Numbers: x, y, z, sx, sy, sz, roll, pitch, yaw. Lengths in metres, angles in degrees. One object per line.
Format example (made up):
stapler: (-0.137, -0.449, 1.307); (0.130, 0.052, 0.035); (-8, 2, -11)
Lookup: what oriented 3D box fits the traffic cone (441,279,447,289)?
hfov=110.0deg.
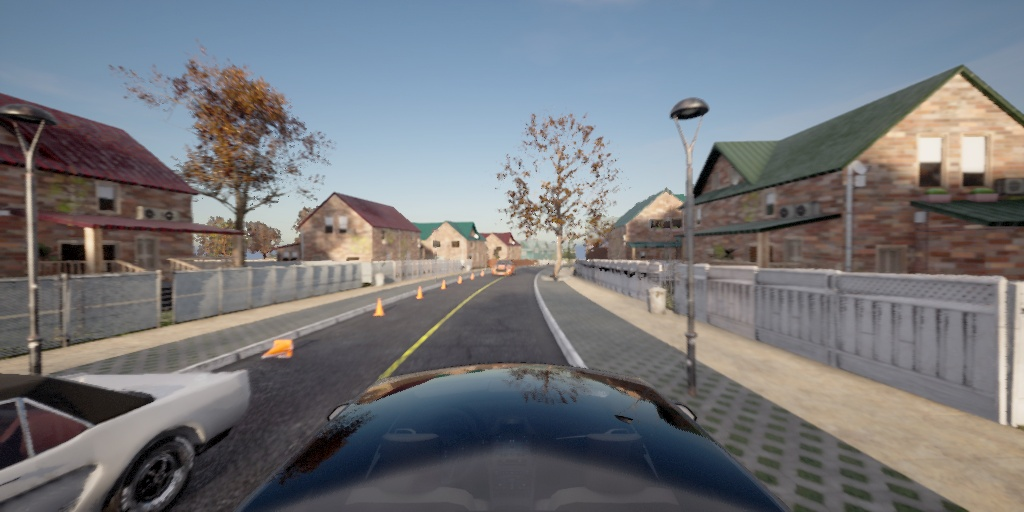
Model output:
traffic cone: (-4.297, 1.762, 22.577); (0.340, 0.580, 0.340); (0, 0, 3)

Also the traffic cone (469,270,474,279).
traffic cone: (-3.592, 1.792, 32.651); (0.340, 0.580, 0.340); (0, 0, 5)

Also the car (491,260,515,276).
car: (-0.865, 1.202, 38.108); (2.097, 1.767, 4.553); (0, 0, 6)

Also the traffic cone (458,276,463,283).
traffic cone: (-3.993, 1.775, 27.618); (0.340, 0.580, 0.340); (0, 0, 4)

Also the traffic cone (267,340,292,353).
traffic cone: (-4.627, 1.575, 7.259); (0.340, 0.580, 0.340); (0, 0, 0)

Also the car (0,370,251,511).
car: (-3.588, 1.382, 1.394); (1.895, 1.301, 4.718); (0, 0, 0)

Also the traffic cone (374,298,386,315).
traffic cone: (-4.615, 1.749, 12.484); (0.340, 0.580, 0.340); (0, 0, 1)

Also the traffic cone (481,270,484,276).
traffic cone: (-3.096, 1.814, 37.676); (0.340, 0.580, 0.340); (0, 0, 6)

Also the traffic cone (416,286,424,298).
traffic cone: (-4.504, 1.754, 17.532); (0.340, 0.580, 0.340); (0, 0, 2)
